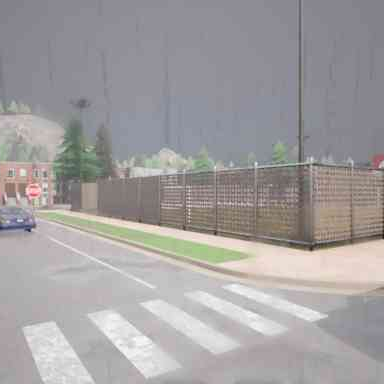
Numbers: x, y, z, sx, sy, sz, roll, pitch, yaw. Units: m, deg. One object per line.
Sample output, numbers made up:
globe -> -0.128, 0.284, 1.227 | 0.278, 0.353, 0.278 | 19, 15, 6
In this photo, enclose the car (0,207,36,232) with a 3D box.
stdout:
car -> -10.685, 1.537, 18.929 | 5.357, 1.411, 2.033 | 0, 0, 45
